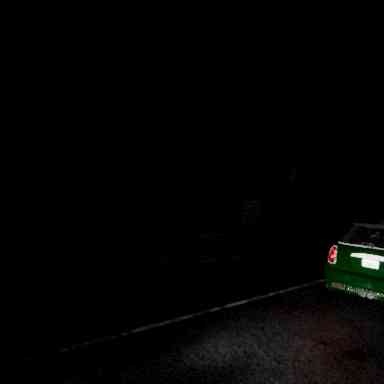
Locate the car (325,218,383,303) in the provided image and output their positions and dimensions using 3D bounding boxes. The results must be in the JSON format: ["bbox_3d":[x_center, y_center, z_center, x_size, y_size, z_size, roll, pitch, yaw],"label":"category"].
[{"bbox_3d":[5.002,1.337,7.338,4.553,1.767,2.097,0,0,-36],"label":"car"}]

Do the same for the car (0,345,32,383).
[{"bbox_3d":[-3.324,1.495,1.371,4.902,1.511,2.128,0,0,-36],"label":"car"}]
